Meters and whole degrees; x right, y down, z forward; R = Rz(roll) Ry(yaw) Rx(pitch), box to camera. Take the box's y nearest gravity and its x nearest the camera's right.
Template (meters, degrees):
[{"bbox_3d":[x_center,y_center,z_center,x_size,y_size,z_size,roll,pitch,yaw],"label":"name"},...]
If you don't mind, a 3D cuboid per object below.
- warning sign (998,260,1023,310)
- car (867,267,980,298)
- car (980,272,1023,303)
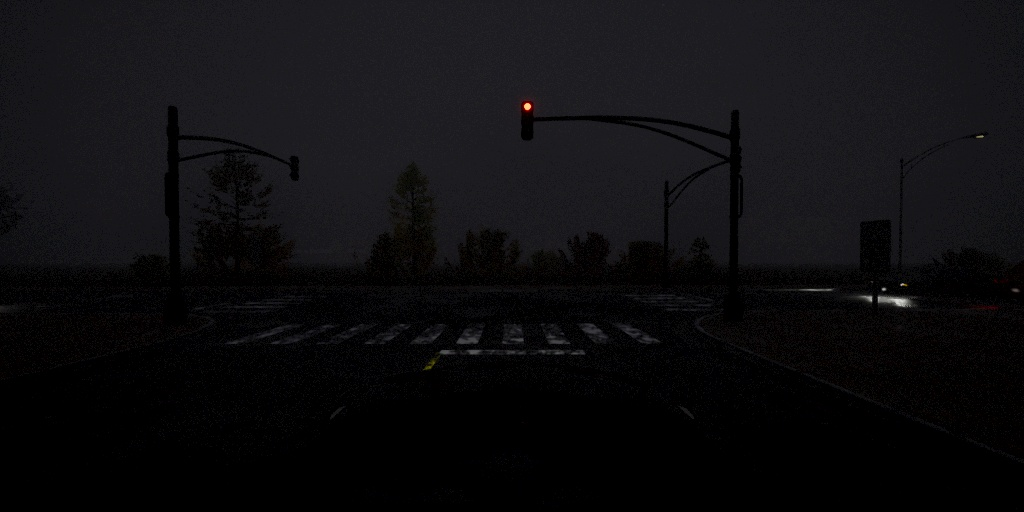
[{"bbox_3d":[17.013,0.893,11.719,1.060,1.860,1.300,0,0,-1],"label":"warning sign"},{"bbox_3d":[20.874,1.237,17.598,5.357,1.411,2.033,0,1,-1],"label":"car"},{"bbox_3d":[22.573,1.210,14.382,5.008,1.535,1.882,0,1,-2],"label":"car"}]
